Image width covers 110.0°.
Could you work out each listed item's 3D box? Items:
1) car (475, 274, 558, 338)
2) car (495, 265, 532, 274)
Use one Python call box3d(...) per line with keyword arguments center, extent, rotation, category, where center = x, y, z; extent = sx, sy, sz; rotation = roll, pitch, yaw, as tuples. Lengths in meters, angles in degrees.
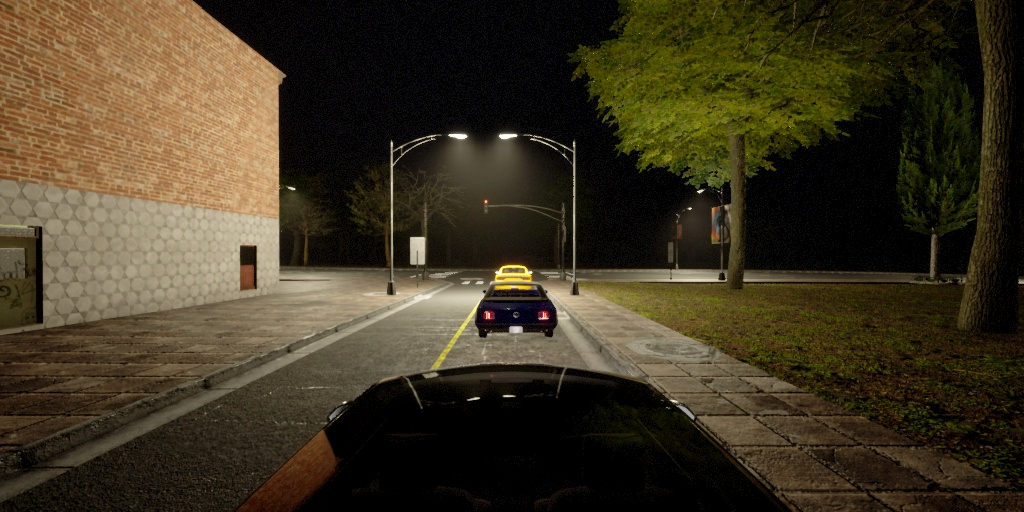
box3d(center=(0.095, 1.356, 10.202), extent=(1.895, 1.301, 4.718), rotation=(0, 0, 0), category="car")
box3d(center=(0.093, 1.255, 19.547), extent=(1.882, 1.535, 5.008), rotation=(0, 0, 1), category="car")
